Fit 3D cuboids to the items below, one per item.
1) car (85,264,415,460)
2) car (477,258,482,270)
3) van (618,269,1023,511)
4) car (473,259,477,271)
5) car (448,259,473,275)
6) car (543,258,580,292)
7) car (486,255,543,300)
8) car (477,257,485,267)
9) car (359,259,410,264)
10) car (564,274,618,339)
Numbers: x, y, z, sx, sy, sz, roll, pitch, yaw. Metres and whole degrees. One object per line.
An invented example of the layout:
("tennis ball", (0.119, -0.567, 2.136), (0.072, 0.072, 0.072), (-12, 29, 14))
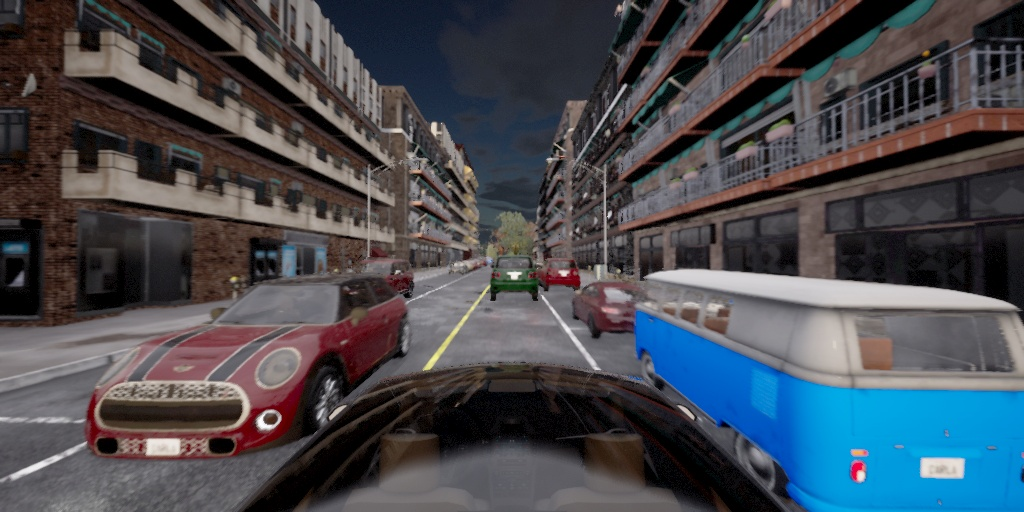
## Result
("car", (-3.097, 1.100, 5.428), (2.097, 1.767, 4.553), (0, 0, 0))
("car", (-5.686, 1.272, 49.432), (1.888, 1.381, 4.507), (0, 0, 0))
("van", (2.691, 1.089, 4.099), (1.690, 1.789, 3.998), (0, 0, 0))
("car", (-5.688, 1.254, 43.601), (1.751, 1.417, 4.829), (0, 0, 0))
("car", (-5.687, 1.281, 38.108), (2.007, 1.370, 4.403), (0, 0, 0))
("car", (2.693, 1.054, 21.083), (2.192, 1.841, 5.009), (0, 0, 0))
("car", (0.101, 0.962, 17.606), (2.150, 2.045, 5.566), (0, 0, 0))
("car", (-5.686, 1.164, 55.094), (1.967, 1.591, 4.097), (0, 0, 0))
("car", (-5.689, 1.057, 15.462), (2.192, 1.841, 5.009), (0, 0, 0))
("car", (2.692, 1.327, 9.760), (1.802, 1.307, 4.207), (0, 0, 0))
